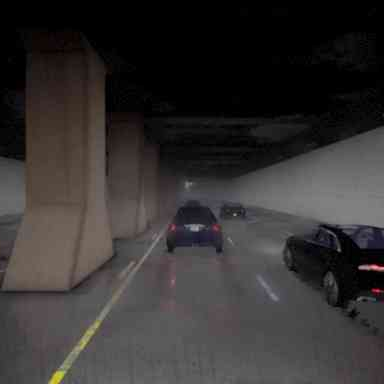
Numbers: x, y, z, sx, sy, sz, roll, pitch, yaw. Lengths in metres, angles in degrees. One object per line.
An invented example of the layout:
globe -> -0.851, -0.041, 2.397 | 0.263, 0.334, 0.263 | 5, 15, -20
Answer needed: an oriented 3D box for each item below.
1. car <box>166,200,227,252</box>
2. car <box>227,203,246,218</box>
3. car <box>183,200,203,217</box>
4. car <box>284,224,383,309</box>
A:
car -> 0.103, 1.354, 14.110 | 2.097, 1.767, 4.553 | 0, 0, 0
car -> 3.605, 1.606, 30.166 | 1.895, 1.301, 4.718 | 0, 0, 0
car -> 0.093, 1.531, 32.754 | 1.812, 1.442, 4.674 | 0, 0, 0
car -> 3.603, 1.493, 7.862 | 2.128, 1.511, 4.902 | 0, 0, 0
